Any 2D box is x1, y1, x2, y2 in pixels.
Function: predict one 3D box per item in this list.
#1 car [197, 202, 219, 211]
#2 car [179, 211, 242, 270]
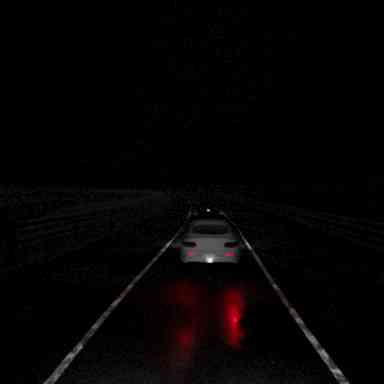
[{"bbox_3d":[1.517,1.587,31.624,1.994,1.385,4.181,0,0,2],"label":"car"},{"bbox_3d":[0.607,1.580,11.177,1.812,1.442,4.674,0,0,3],"label":"car"}]
